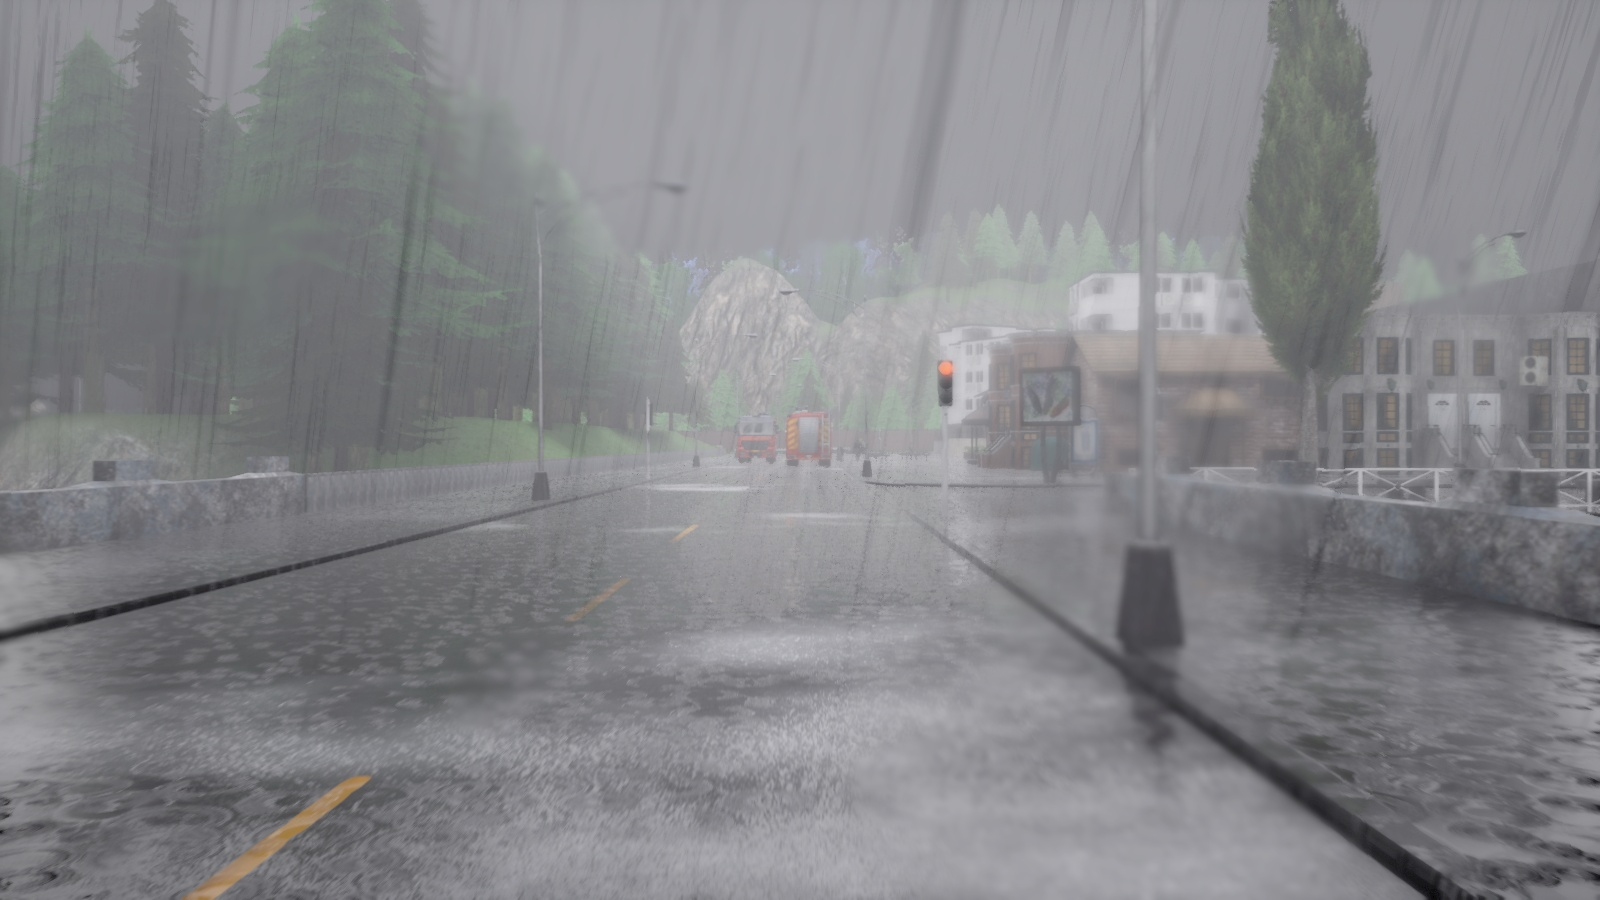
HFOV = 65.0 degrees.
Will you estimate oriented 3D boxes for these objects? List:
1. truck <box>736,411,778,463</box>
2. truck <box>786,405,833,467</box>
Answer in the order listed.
[{"bbox_3d":[-3.269,-0.969,97.343,2.891,3.827,8.468,0,0,0],"label":"truck"},{"bbox_3d":[0.618,-0.880,82.173,2.891,3.827,8.468,0,0,0],"label":"truck"}]
